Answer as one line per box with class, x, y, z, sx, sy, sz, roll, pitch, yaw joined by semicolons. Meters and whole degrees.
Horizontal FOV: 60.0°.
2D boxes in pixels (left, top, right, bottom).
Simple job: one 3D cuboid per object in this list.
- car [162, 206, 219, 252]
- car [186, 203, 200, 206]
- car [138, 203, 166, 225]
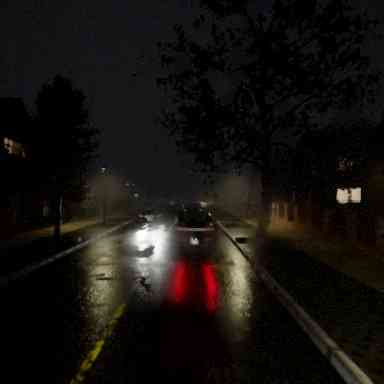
car;0.091;1.554;14.084;2.128;1.511;4.902;0;0;0
car;0.089;1.707;29.925;1.994;1.385;4.181;0;0;0
car;-2.852;1.607;24.878;2.128;1.511;4.902;0;0;0
